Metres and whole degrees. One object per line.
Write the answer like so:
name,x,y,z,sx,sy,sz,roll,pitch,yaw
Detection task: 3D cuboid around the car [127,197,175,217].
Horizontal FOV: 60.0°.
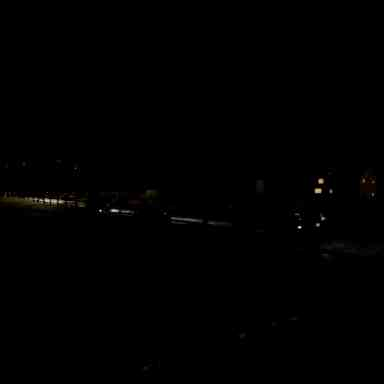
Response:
car,-3.300,1.348,27.887,1.895,1.301,4.718,1,0,-36

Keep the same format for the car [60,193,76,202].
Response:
car,-21.469,0.895,57.710,2.128,1.511,4.902,1,0,-36

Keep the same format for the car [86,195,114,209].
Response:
car,-10.369,1.114,37.563,2.128,1.511,4.902,1,0,-36

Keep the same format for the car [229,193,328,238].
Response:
car,4.203,1.102,17.247,2.150,2.045,5.566,1,0,-32
